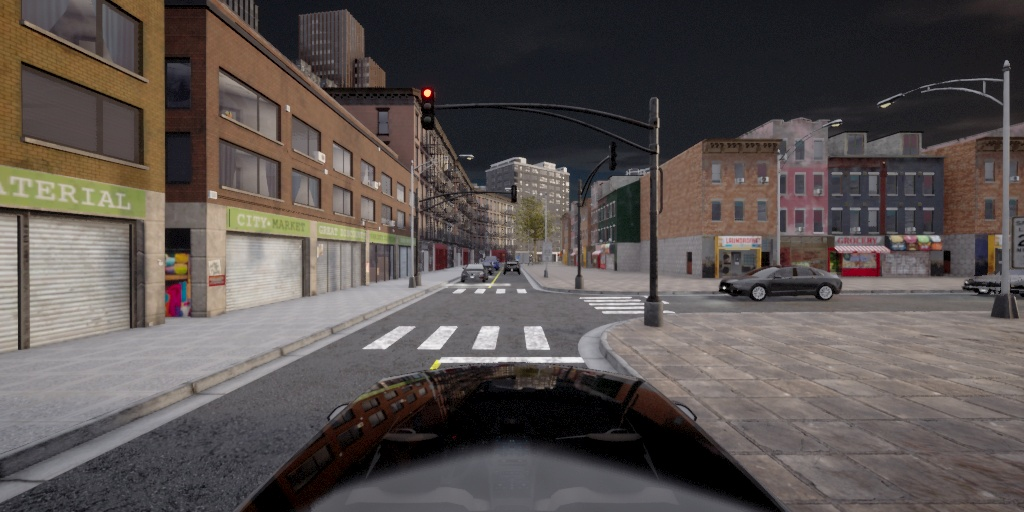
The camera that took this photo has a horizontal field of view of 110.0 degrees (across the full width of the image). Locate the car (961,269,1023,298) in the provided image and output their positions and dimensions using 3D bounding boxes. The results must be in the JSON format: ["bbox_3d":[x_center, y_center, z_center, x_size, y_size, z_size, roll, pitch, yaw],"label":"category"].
[{"bbox_3d":[24.051,1.157,16.278,5.357,1.411,2.033,0,0,0],"label":"car"}]

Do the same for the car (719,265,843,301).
[{"bbox_3d":[12.014,1.179,16.215,4.892,1.490,1.837,0,0,0],"label":"car"}]

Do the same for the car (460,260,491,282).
[{"bbox_3d":[-2.908,1.282,28.673,1.812,1.442,4.674,0,0,0],"label":"car"}]

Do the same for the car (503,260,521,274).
[{"bbox_3d":[-0.003,1.272,41.937,1.837,1.490,4.892,0,0,0],"label":"car"}]

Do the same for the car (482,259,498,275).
[{"bbox_3d":[-2.943,1.312,39.106,2.033,1.411,5.357,0,0,0],"label":"car"}]

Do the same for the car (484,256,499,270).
[{"bbox_3d":[-2.948,0.997,49.726,2.150,2.045,5.566,0,0,1],"label":"car"}]
